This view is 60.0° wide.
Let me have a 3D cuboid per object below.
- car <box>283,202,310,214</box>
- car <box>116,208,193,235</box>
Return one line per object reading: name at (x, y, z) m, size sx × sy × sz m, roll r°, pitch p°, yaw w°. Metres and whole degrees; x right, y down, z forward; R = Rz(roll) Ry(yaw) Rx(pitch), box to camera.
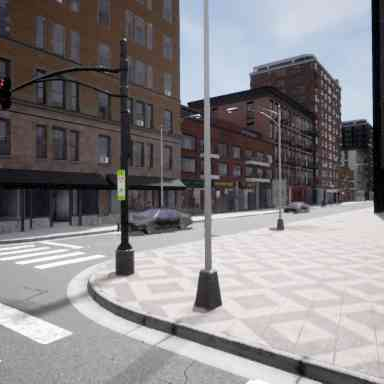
car at (13.092, 1.923, 41.337) m, size 2.033 × 1.411 × 5.357 m, roll -1°, pitch -1°, yaw 36°
car at (-2.069, 1.711, 20.320) m, size 2.033 × 1.411 × 5.357 m, roll -1°, pitch -1°, yaw 36°
